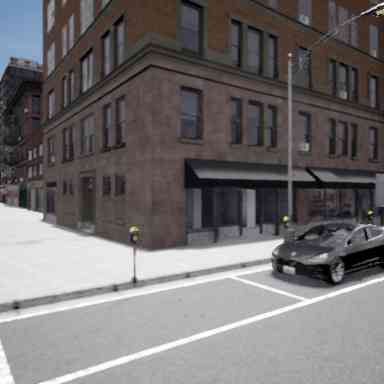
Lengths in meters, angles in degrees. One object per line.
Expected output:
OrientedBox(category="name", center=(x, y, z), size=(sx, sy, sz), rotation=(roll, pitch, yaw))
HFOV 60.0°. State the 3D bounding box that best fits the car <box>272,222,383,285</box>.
OrientedBox(category="car", center=(4.187, 1.567, 9.520), size=(4.313, 1.339, 1.947), rotation=(0, 0, -35))
